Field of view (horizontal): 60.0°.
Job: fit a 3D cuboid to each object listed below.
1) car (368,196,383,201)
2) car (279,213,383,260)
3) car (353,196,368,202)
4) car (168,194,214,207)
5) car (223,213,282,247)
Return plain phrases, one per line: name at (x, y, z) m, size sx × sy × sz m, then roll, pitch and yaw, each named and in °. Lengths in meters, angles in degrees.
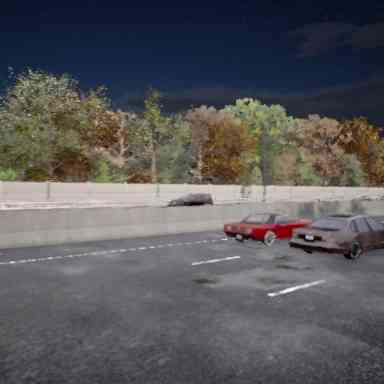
car at (33.362, 1.553, 57.767) m, size 5.357 × 1.411 × 2.033 m, roll 0°, pitch 0°, yaw -35°
car at (5.910, 1.545, 12.382) m, size 5.357 × 1.411 × 2.033 m, roll 0°, pitch 0°, yaw -36°
car at (31.257, 1.520, 60.564) m, size 4.902 × 1.511 × 2.128 m, roll 0°, pitch 0°, yaw -35°
car at (-0.015, 1.204, 38.285) m, size 5.566 × 2.045 × 2.150 m, roll 0°, pitch 0°, yaw -35°
car at (3.786, 1.596, 15.165) m, size 4.718 × 1.301 × 1.895 m, roll 0°, pitch 0°, yaw -35°
